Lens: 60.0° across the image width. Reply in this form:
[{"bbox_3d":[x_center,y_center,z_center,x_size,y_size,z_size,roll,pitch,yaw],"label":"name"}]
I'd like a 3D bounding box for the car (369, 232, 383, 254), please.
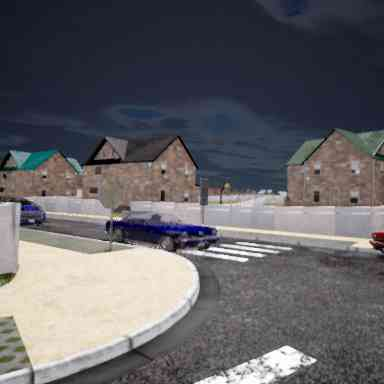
[{"bbox_3d":[8.695,1.626,11.251,4.718,1.301,1.895,-1,-2,-2],"label":"car"}]

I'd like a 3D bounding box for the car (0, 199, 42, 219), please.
[{"bbox_3d":[-14.209,1.313,26.739,4.674,1.442,1.812,1,-2,38],"label":"car"}]

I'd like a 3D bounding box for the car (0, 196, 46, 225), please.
[{"bbox_3d":[-11.084,1.081,20.749,4.553,1.767,2.097,1,-2,38],"label":"car"}]

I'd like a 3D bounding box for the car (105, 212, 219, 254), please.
[{"bbox_3d":[-1.253,1.424,12.525,4.718,1.301,1.895,0,-2,45],"label":"car"}]
